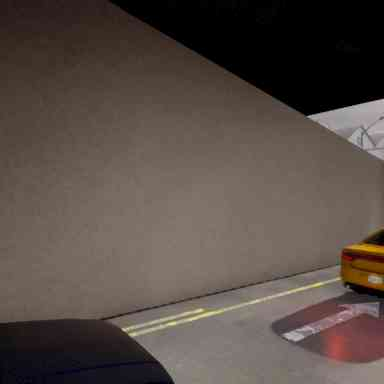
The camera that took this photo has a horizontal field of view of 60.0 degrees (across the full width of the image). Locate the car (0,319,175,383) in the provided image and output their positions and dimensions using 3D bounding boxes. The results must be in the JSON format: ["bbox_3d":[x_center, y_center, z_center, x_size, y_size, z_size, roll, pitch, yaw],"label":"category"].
[{"bbox_3d":[-2.664,1.547,1.884,5.357,1.411,2.033,0,0,-35],"label":"car"}]

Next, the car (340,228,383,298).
[{"bbox_3d":[5.431,1.478,7.636,5.008,1.535,1.882,0,0,-35],"label":"car"}]
